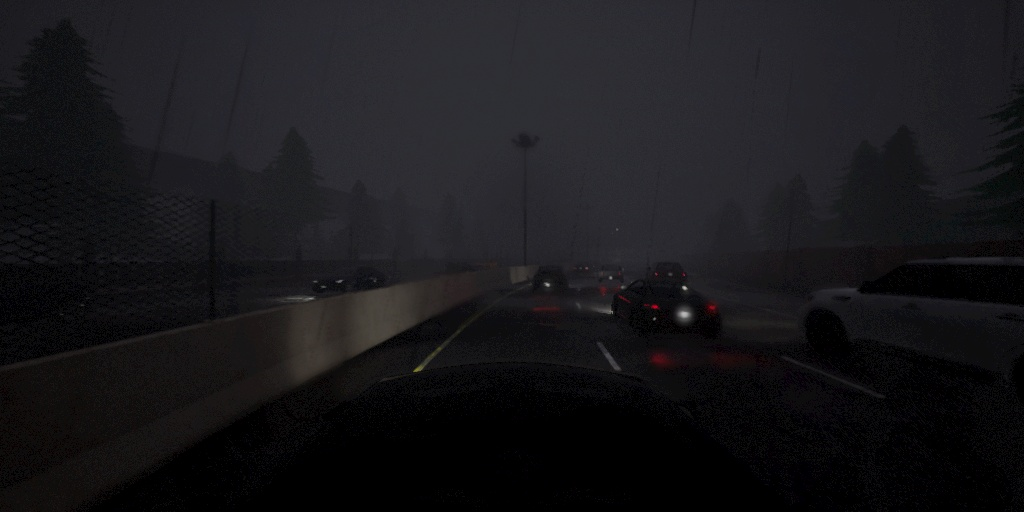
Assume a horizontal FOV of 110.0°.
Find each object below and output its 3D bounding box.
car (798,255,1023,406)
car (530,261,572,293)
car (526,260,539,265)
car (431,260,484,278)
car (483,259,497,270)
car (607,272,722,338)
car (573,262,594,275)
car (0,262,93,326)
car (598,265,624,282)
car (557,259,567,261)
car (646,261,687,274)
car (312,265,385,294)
[{"bbox_3d":[7.263,1.009,5.437,2.150,2.045,5.566,0,0,2],"label":"car"},{"bbox_3d":[2.391,1.264,21.174,1.837,1.490,4.892,0,0,12],"label":"car"},{"bbox_3d":[3.713,1.358,60.020,1.895,1.301,4.718,0,0,20],"label":"car"},{"bbox_3d":[-4.006,1.216,25.420,2.128,1.511,4.902,0,0,14],"label":"car"},{"bbox_3d":[-3.624,1.199,49.637,1.882,1.535,5.008,0,0,19],"label":"car"},{"bbox_3d":[4.195,1.334,10.337,1.994,1.385,4.181,0,0,5],"label":"car"},{"bbox_3d":[7.963,1.331,39.785,2.033,1.411,5.357,0,0,19],"label":"car"},{"bbox_3d":[-13.656,1.029,8.692,2.097,1.767,4.553,0,0,4],"label":"car"},{"bbox_3d":[8.223,1.388,29.537,1.895,1.301,4.718,0,0,18],"label":"car"},{"bbox_3d":[8.990,1.279,64.471,1.837,1.490,4.892,0,0,20],"label":"car"},{"bbox_3d":[10.333,1.151,24.212,2.097,1.767,4.553,0,0,15],"label":"car"},{"bbox_3d":[-8.787,1.226,19.830,1.812,1.442,4.674,0,0,11],"label":"car"}]
